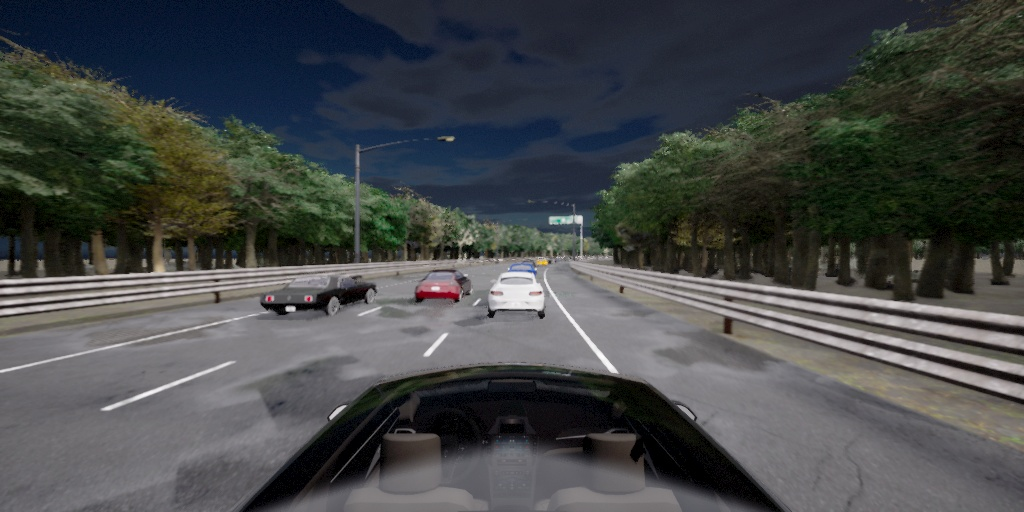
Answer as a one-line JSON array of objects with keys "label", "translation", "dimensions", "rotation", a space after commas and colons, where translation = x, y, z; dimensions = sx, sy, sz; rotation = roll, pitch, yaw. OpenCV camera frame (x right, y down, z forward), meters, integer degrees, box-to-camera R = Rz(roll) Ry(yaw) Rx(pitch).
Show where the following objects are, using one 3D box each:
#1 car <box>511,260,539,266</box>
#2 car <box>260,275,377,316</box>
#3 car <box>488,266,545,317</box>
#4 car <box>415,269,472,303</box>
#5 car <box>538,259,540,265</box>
[{"label": "car", "translation": [0.687, 1.228, 24.486], "dimensions": [1.882, 1.535, 5.008], "rotation": [0, 0, 3]}, {"label": "car", "translation": [-6.709, 1.333, 13.190], "dimensions": [1.895, 1.301, 4.718], "rotation": [0, 0, 2]}, {"label": "car", "translation": [0.187, 1.276, 13.011], "dimensions": [1.812, 1.442, 4.674], "rotation": [0, 0, 2]}, {"label": "car", "translation": [-3.074, 1.305, 16.772], "dimensions": [1.994, 1.385, 4.181], "rotation": [0, 0, 2]}, {"label": "car", "translation": [1.900, 1.248, 40.132], "dimensions": [1.837, 1.490, 4.892], "rotation": [0, 0, 5]}]
